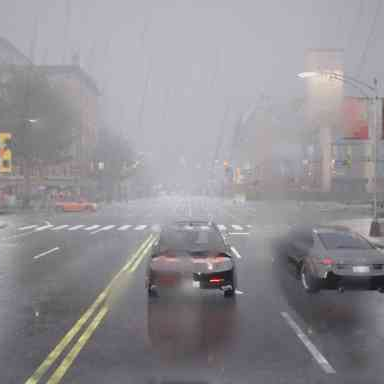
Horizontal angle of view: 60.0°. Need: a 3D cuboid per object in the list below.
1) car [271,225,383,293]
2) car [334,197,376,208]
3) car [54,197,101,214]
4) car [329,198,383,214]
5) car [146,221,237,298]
[{"bbox_3d":[3.479,1.564,8.867,1.994,1.385,4.181,0,0,0],"label":"car"},{"bbox_3d":[22.793,1.492,46.591,4.902,1.511,2.128,0,0,0],"label":"car"},{"bbox_3d":[-11.837,1.351,34.661,4.553,1.767,2.097,0,0,0],"label":"car"},{"bbox_3d":[17.061,1.601,34.863,4.718,1.301,1.895,0,0,0],"label":"car"},{"bbox_3d":[-0.020,1.492,8.530,2.128,1.511,4.902,0,0,0],"label":"car"}]
